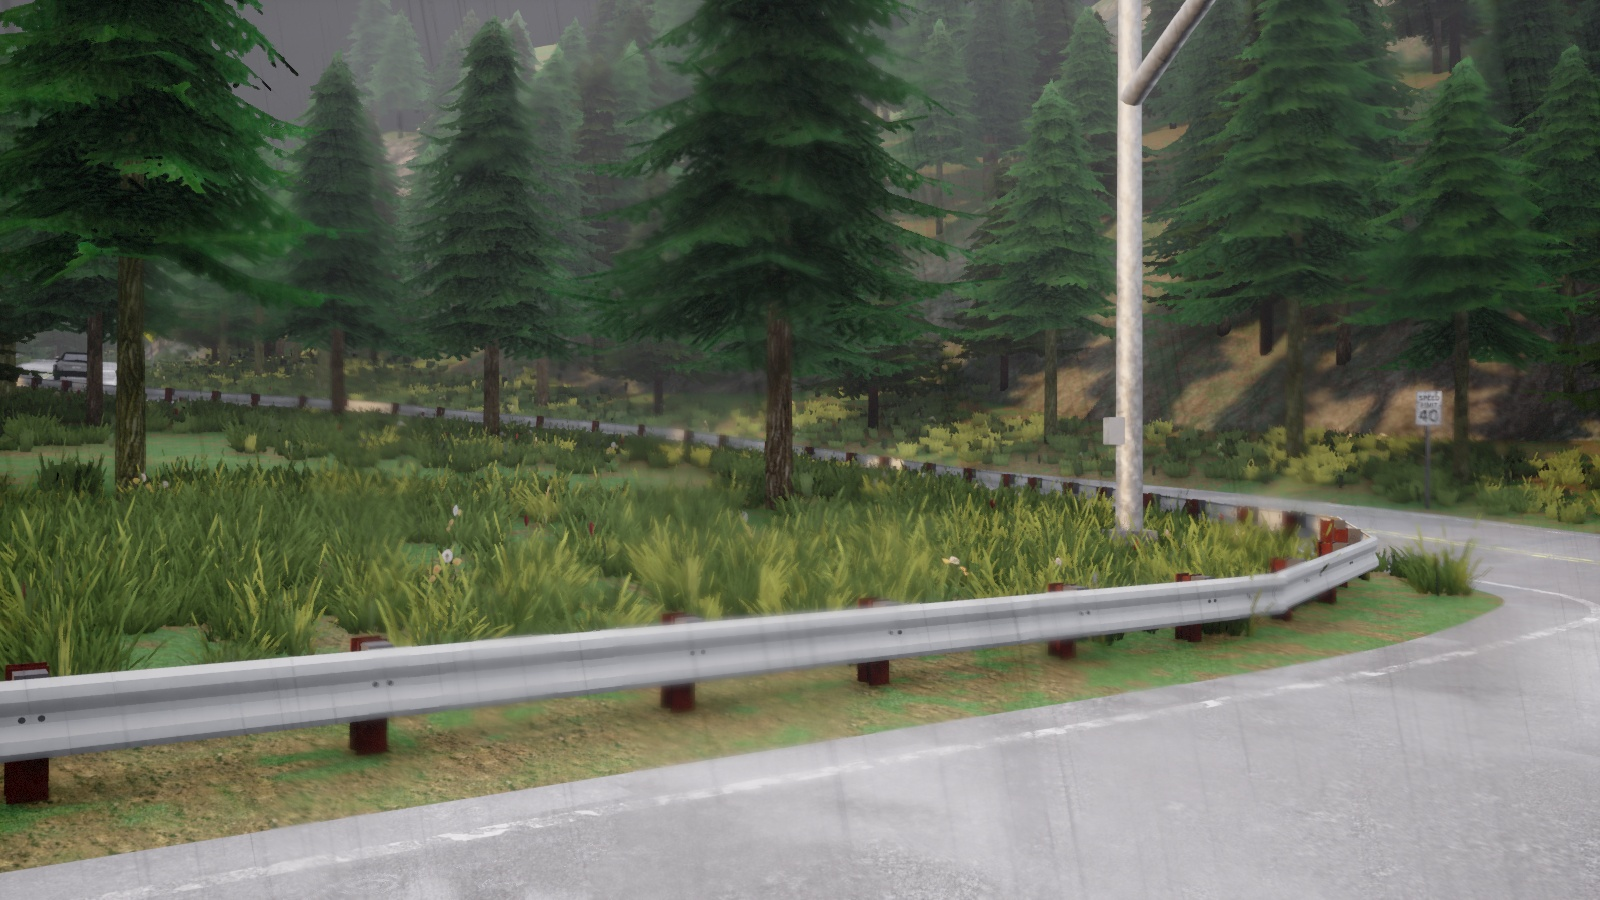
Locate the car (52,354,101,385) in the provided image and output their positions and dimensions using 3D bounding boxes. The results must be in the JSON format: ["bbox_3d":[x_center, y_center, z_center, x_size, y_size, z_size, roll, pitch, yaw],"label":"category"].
[{"bbox_3d":[-35.624,-3.992,61.900,1.994,1.385,4.181,0,5,-29],"label":"car"}]
